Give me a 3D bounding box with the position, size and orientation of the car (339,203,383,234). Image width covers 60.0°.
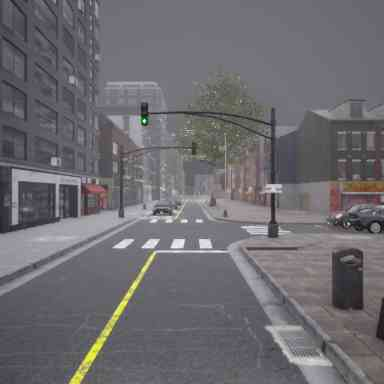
[{"bbox_3d":[11.387,1.582,19.025,4.892,1.490,1.837,0,0,0],"label":"car"}]

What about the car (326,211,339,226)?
[{"bbox_3d":[10.910,1.524,21.666,4.097,1.590,1.967,0,-1,0],"label":"car"}]

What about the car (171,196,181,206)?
[{"bbox_3d":[-2.881,1.523,44.504,2.128,1.511,4.902,0,0,0],"label":"car"}]

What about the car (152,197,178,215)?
[{"bbox_3d":[-2.878,1.569,34.064,2.033,1.411,5.357,0,0,0],"label":"car"}]

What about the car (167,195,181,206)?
[{"bbox_3d":[-2.875,1.395,54.819,2.097,1.767,4.553,0,0,0],"label":"car"}]
